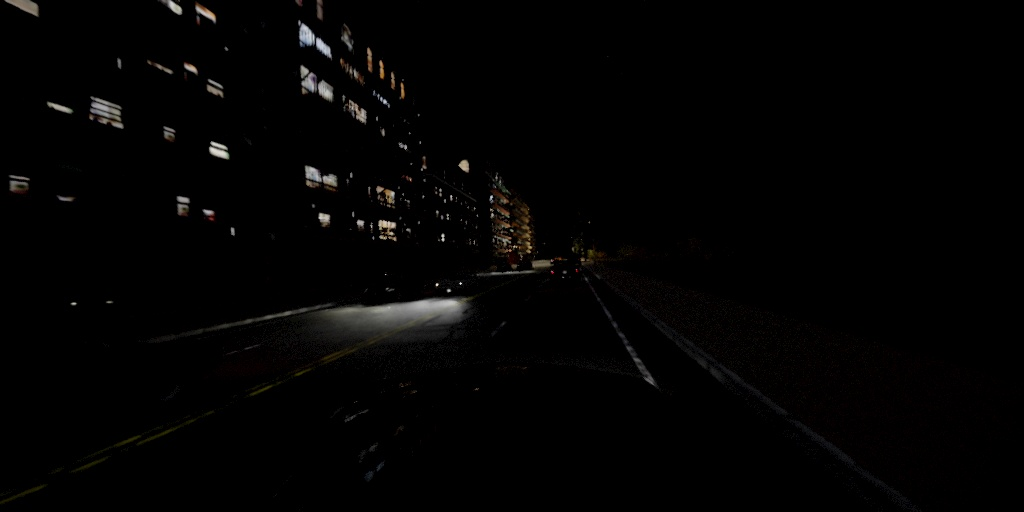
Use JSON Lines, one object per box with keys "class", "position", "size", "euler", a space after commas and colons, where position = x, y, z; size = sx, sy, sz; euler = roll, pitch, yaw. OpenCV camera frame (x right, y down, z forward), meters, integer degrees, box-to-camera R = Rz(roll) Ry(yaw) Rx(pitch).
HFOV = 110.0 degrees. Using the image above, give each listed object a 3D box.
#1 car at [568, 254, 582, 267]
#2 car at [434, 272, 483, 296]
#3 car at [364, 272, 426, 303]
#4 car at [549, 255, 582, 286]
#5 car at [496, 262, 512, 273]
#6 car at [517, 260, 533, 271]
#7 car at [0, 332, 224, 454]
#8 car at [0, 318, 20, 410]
{"class": "car", "position": [11.277, 0.770, 64.342], "size": [2.150, 2.045, 5.566], "euler": [-3, 0, 9]}
{"class": "car", "position": [-3.295, 1.702, 22.958], "size": [1.895, 1.301, 4.718], "euler": [-3, 0, 10]}
{"class": "car", "position": [-6.853, 1.775, 21.467], "size": [1.882, 1.535, 5.008], "euler": [-3, -1, 10]}
{"class": "car", "position": [3.760, 1.056, 25.282], "size": [2.097, 1.767, 4.553], "euler": [-3, 0, 10]}
{"class": "car", "position": [-1.198, 1.718, 55.708], "size": [1.837, 1.490, 4.892], "euler": [-3, 0, 10]}
{"class": "car", "position": [1.992, 1.376, 55.188], "size": [2.097, 1.767, 4.553], "euler": [-3, 0, 10]}
{"class": "car", "position": [-6.441, 1.746, 4.303], "size": [1.895, 1.301, 4.718], "euler": [-3, 0, 9]}
{"class": "car", "position": [-9.802, 1.845, 3.903], "size": [1.837, 1.490, 4.892], "euler": [-3, -1, 9]}
